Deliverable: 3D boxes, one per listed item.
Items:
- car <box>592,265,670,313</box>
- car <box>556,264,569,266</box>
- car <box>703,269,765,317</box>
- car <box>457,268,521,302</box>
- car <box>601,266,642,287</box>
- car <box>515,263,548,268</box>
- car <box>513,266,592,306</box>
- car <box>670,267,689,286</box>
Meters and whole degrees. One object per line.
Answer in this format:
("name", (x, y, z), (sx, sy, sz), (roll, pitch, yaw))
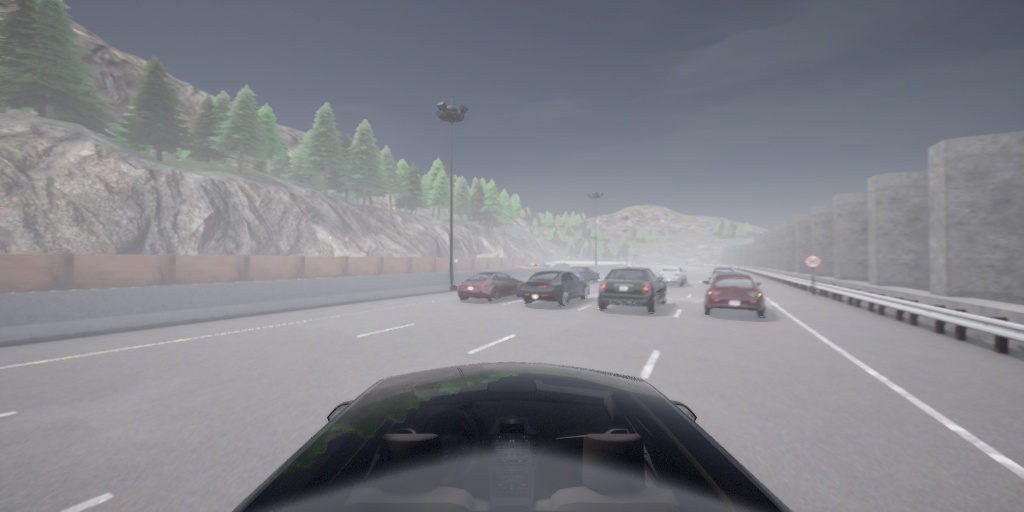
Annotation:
("car", (5.169, 1.240, 15.098), (2.097, 1.767, 4.553), (0, -1, 29))
("car", (5.916, 1.604, 30.674), (2.033, 1.411, 5.357), (0, -1, 30))
("car", (8.472, 1.397, 13.826), (1.812, 1.442, 4.674), (0, 0, 30))
("car", (-0.937, 1.497, 18.522), (1.994, 1.385, 4.181), (0, -1, 30))
("car", (8.959, 1.582, 28.946), (2.033, 1.411, 5.357), (0, -1, 30))
("car", (2.345, 1.702, 45.910), (1.882, 1.535, 5.008), (0, 0, 31))
("car", (2.145, 1.418, 16.861), (1.837, 1.490, 4.892), (0, 0, 30))
("car", (12.698, 1.549, 28.415), (1.812, 1.442, 4.674), (0, 0, 30))
